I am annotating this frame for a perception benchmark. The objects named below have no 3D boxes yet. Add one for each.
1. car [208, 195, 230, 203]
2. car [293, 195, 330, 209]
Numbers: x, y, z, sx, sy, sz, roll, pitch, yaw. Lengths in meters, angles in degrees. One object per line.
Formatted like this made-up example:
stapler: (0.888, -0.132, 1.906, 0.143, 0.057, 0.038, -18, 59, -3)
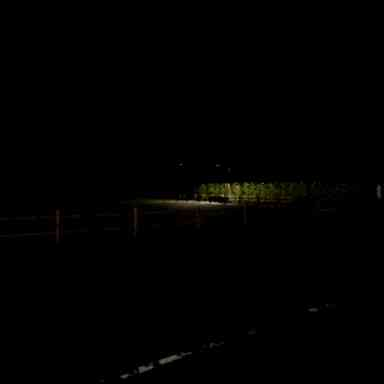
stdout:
car: (4.884, 1.256, 60.118, 2.128, 1.511, 4.902, 0, 0, -32)
car: (15.603, 1.227, 43.477, 2.097, 1.767, 4.553, 0, 0, -33)
